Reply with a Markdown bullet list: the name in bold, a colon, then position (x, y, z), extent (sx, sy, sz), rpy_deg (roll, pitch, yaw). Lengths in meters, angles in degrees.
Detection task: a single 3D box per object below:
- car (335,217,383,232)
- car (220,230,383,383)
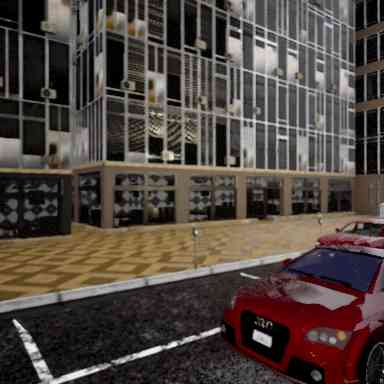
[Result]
- **car**: position (5.819, 1.538, 10.717), extent (4.507, 1.381, 1.887), rpy_deg (0, 0, -36)
- **car**: position (2.460, 1.562, 5.135), extent (4.181, 1.385, 1.994), rpy_deg (0, 0, -36)
